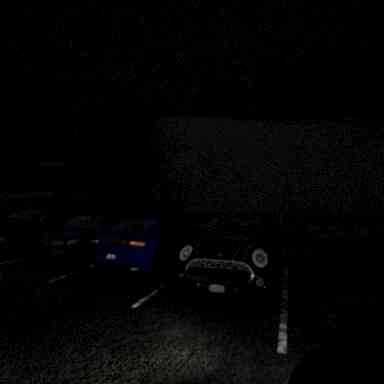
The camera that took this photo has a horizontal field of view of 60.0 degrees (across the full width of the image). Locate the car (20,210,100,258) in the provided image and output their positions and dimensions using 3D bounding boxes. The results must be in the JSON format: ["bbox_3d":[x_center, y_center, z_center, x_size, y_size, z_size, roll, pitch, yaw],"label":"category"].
[{"bbox_3d":[-3.574,1.488,12.235,2.002,1.452,4.674,1,-1,18],"label":"car"}]

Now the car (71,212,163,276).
[{"bbox_3d":[-1.230,1.457,10.444,2.097,1.535,5.008,0,-1,17],"label":"car"}]

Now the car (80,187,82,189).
[{"bbox_3d":[-25.075,-1.432,74.699,4.792,1.488,2.163,2,5,36],"label":"car"}]

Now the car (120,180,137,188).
[{"bbox_3d":[-11.759,-0.783,62.995,5.566,2.045,2.435,4,8,38],"label":"car"}]

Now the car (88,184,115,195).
[{"bbox_3d":[-16.837,-0.211,59.874,5.008,1.535,2.097,4,7,38],"label":"car"}]

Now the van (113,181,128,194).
[{"bbox_3d":[-14.191,-0.589,61.345,4.442,1.987,1.878,4,7,38],"label":"van"}]

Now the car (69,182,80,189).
[{"bbox_3d":[-27.555,-1.258,73.088,4.674,1.452,2.002,2,5,36],"label":"car"}]

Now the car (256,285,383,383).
[{"bbox_3d":[2.897,1.489,1.353,5.008,1.535,1.882,0,0,35],"label":"car"}]

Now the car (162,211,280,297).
[{"bbox_3d":[1.154,1.343,8.716,2.185,1.767,4.553,1,-1,17],"label":"car"}]

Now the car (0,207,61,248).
[{"bbox_3d":[-5.920,1.441,14.038,2.231,1.521,4.892,0,-1,18],"label":"car"}]
